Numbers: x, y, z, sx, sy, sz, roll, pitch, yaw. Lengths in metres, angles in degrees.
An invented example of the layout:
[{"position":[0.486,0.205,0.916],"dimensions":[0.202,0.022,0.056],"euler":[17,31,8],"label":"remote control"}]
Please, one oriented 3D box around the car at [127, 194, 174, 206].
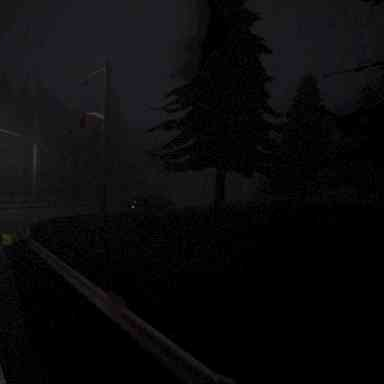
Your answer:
[{"position":[-3.340,0.919,28.247],"dimensions":[1.837,1.490,4.892],"euler":[4,2,33],"label":"car"}]
